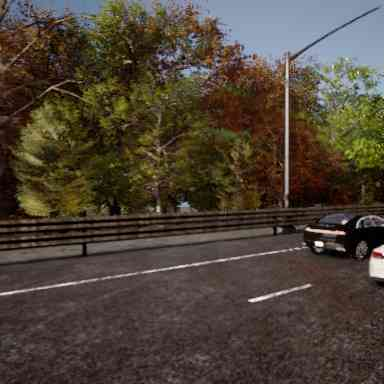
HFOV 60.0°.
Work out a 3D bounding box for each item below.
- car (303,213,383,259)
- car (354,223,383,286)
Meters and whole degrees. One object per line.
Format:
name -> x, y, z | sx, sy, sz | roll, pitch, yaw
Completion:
car -> 6.225, 1.532, 12.556 | 4.902, 1.511, 2.128 | 0, 0, -36
car -> 6.158, 1.552, 8.183 | 4.674, 1.442, 1.812 | 0, 0, -36
